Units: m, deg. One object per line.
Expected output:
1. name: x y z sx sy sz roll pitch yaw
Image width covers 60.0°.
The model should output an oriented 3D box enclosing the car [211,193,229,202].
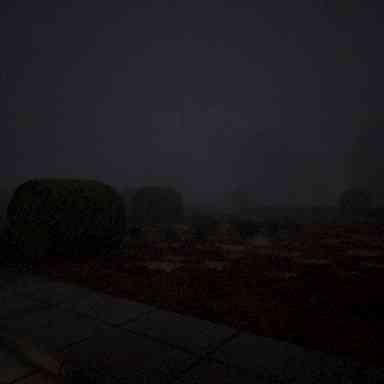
1. car: 6.104 1.173 72.235 3.866 1.878 1.905 -2 6 -11
